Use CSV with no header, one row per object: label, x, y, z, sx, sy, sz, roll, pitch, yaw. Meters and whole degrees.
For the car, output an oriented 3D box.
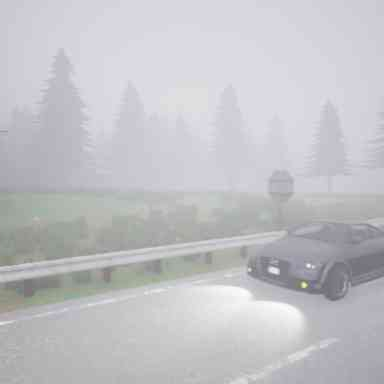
car,3.295,1.375,7.910,4.181,1.385,1.994,-1,1,-35
